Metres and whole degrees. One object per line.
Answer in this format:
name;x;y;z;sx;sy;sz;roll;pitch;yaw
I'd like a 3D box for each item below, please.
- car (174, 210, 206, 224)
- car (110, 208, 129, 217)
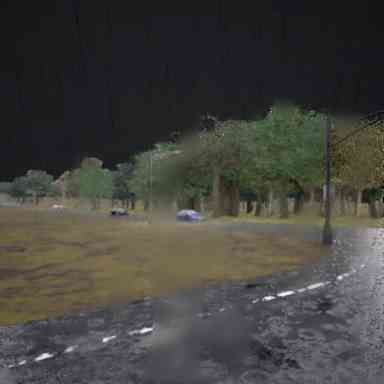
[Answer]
car;-0.309;2.716;37.228;1.812;1.442;4.674;1;-3;-33
car;-12.063;3.367;55.305;1.882;1.535;5.008;1;-3;-33
